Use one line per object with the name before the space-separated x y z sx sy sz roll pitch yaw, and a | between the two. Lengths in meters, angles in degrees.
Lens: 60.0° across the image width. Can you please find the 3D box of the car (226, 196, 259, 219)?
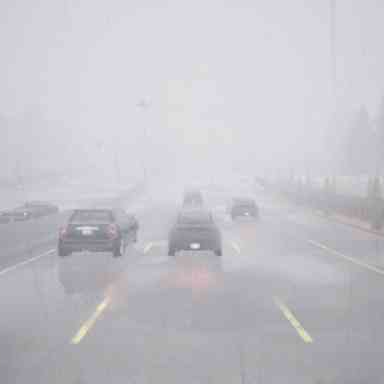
car | 3.605 1.052 24.149 1.837 1.490 4.892 0 3 0

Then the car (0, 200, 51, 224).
car | -10.523 1.274 21.721 1.895 1.301 4.718 0 3 1

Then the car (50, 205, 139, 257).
car | -3.397 1.300 12.910 2.097 1.767 4.553 0 1 0

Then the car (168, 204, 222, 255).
car | 0.103 1.451 13.130 1.837 1.490 4.892 0 1 0

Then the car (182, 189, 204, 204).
car | 0.086 0.421 32.319 1.837 1.490 4.892 0 5 0
